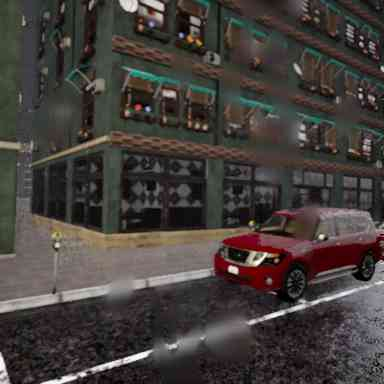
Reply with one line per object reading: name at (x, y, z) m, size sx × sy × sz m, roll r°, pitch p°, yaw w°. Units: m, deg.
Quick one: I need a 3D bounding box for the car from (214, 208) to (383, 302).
car at (2.949, 1.383, 8.632) m, size 5.009 × 1.841 × 2.192 m, roll 1°, pitch 1°, yaw -35°
